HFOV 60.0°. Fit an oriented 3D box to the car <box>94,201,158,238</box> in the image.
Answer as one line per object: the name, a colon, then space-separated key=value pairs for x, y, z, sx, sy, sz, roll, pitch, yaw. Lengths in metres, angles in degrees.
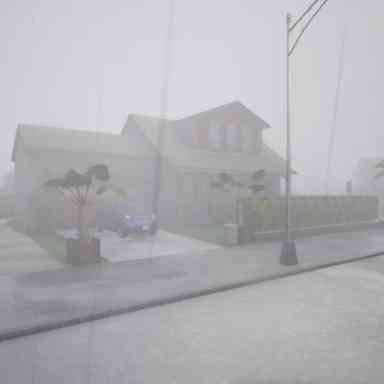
car: x=-3.054 y=1.171 z=15.268 sx=1.845 sy=1.501 sz=3.633 roll=0 pitch=0 yaw=-38
